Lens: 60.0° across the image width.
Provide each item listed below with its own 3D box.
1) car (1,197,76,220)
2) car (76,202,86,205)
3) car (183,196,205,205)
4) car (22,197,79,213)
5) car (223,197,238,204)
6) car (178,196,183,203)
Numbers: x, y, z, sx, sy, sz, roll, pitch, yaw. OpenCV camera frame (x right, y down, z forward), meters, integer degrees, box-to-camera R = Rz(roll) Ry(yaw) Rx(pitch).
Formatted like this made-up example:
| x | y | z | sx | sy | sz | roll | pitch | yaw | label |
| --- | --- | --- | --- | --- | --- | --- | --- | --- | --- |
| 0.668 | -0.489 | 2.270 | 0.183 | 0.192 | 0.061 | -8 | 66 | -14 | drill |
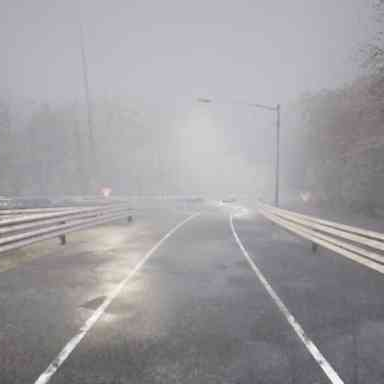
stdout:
| x | y | z | sx | sy | sz | roll | pitch | yaw | label |
| --- | --- | --- | --- | --- | --- | --- | --- | --- | --- |
| -10.830 | 1.170 | 23.436 | 2.097 | 1.767 | 4.553 | 1 | 0 | 23 | car |
| -11.711 | 1.321 | 30.389 | 2.033 | 1.411 | 5.357 | 1 | 0 | 23 | car |
| 0.761 | 1.440 | 60.066 | 1.882 | 1.535 | 5.008 | 2 | 0 | 23 | car |
| -14.161 | 1.250 | 33.588 | 2.033 | 1.411 | 5.357 | 1 | 0 | 23 | car |
| 7.873 | 1.636 | 67.965 | 2.033 | 1.411 | 5.357 | 1 | 0 | 23 | car |
| -0.991 | 1.442 | 64.936 | 2.033 | 1.411 | 5.357 | 1 | 0 | 23 | car |
